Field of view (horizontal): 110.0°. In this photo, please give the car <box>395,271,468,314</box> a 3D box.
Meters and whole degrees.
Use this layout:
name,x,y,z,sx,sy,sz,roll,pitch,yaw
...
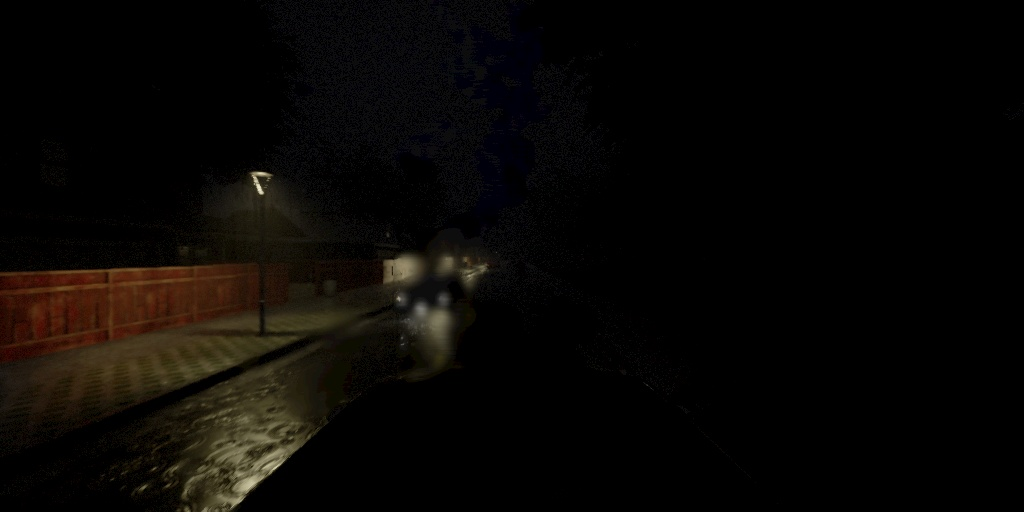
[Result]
name,x,y,z,sx,sy,sz,roll,pitch,yaw
car,-2.853,1.293,13.929,2.033,1.411,5.357,0,0,0

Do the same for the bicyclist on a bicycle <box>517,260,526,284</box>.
name,x,y,z,sx,sy,sz,roll,pitch,yaw
bicyclist on a bicycle,0.753,1.199,25.871,0.582,1.620,1.656,0,0,0

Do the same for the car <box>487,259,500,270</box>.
name,x,y,z,sx,sy,sz,roll,pitch,yaw
car,-2.822,1.246,54.936,1.882,1.535,5.008,0,0,0

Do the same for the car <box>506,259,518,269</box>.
name,x,y,z,sx,sy,sz,roll,pitch,yaw
car,0.046,1.265,58.390,2.128,1.511,4.902,0,0,0
